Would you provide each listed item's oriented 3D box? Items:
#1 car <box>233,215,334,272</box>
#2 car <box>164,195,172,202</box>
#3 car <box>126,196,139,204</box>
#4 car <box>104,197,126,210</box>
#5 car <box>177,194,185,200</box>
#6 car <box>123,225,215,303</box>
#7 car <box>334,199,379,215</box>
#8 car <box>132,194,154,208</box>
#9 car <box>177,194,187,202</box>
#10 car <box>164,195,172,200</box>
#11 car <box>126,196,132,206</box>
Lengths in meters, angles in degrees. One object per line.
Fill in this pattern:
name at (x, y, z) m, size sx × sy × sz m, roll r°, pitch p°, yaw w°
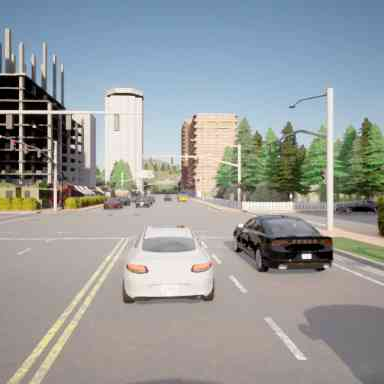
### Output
car at (2.674, 1.478, 10.868) m, size 1.882 × 1.535 × 5.008 m, roll 0°, pitch 0°, yaw -5°
car at (-5.679, 1.518, 77.662) m, size 2.128 × 1.511 × 4.902 m, roll 0°, pitch 0°, yaw -4°
car at (-11.955, 1.547, 67.383) m, size 2.033 × 1.411 × 5.357 m, roll 0°, pitch 0°, yaw -4°
car at (-10.332, 1.478, 43.779) m, size 1.882 × 1.535 × 5.008 m, roll 0°, pitch 0°, yaw -4°
car at (-2.812, 1.304, 86.487) m, size 1.882 × 1.535 × 5.008 m, roll 0°, pitch 0°, yaw -4°
car at (-0.590, 1.526, 8.129) m, size 1.812 × 1.442 × 4.674 m, roll 0°, pitch 0°, yaw -5°
car at (17.050, 1.491, 34.008) m, size 4.902 × 1.511 × 2.128 m, roll 0°, pitch 0°, yaw -3°
car at (-7.187, 1.491, 48.852) m, size 2.128 × 1.511 × 4.902 m, roll 0°, pitch 0°, yaw -4°
car at (-2.117, 1.470, 76.939) m, size 1.882 × 1.535 × 5.008 m, roll 0°, pitch 0°, yaw -4°
car at (-6.303, 1.379, 86.233) m, size 1.994 × 1.385 × 4.181 m, roll 0°, pitch 0°, yaw -4°
car at (-11.000, 1.477, 53.105) m, size 1.882 × 1.535 × 5.008 m, roll 0°, pitch 0°, yaw -4°
